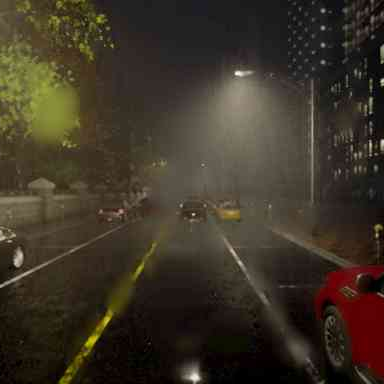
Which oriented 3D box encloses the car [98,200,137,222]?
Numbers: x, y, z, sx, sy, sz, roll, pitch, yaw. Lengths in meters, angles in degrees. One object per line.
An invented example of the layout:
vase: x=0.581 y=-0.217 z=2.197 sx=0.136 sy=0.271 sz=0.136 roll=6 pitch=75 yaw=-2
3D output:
car: x=-5.689 y=1.360 z=25.027 sx=1.967 sy=1.590 sz=4.097 roll=0 pitch=0 yaw=0

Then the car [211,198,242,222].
car: x=2.691 y=1.444 z=25.197 sx=1.752 sy=1.417 sz=4.829 roll=0 pitch=0 yaw=0

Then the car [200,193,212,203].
car: x=2.694 y=1.153 z=64.452 sx=2.192 sy=1.841 sz=5.009 roll=0 pitch=0 yaw=0

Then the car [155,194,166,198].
car: x=-5.687 y=1.425 z=53.189 sx=1.947 sy=1.339 sz=4.313 roll=0 pitch=0 yaw=0

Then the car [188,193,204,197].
car: x=0.103 y=1.233 z=42.442 sx=2.097 sy=1.767 sz=4.553 roll=0 pitch=0 yaw=0

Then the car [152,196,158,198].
car: x=-5.688 y=1.463 z=41.923 sx=1.802 sy=1.307 sz=4.206 roll=0 pitch=0 yaw=0

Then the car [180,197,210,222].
car: x=0.102 y=1.395 z=25.517 sx=1.882 sy=1.535 sz=5.008 roll=0 pitch=0 yaw=0

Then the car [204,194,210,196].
car: x=2.692 y=1.414 z=47.555 sx=1.887 sy=1.381 sz=4.507 roll=0 pitch=0 yaw=0

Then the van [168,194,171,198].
van: x=-5.686 y=1.170 z=70.085 sx=1.690 sy=1.788 sz=3.998 roll=0 pitch=0 yaw=0

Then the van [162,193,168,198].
van: x=-5.687 y=1.189 z=58.820 sx=1.690 sy=1.788 sz=3.998 roll=0 pitch=0 yaw=0

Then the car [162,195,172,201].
car: x=-5.685 y=1.366 z=75.717 sx=1.887 sy=1.381 sz=4.507 roll=0 pitch=0 yaw=0

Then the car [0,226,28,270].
car: x=-5.691 y=1.524 z=8.132 sx=2.008 sy=1.369 sz=4.403 roll=0 pitch=0 yaw=0

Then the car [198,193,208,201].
car: x=2.694 y=1.129 z=81.349 sx=2.192 sy=1.841 sz=5.009 roll=0 pitch=0 yaw=0

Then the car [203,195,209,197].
car: x=2.692 y=1.446 z=41.922 sx=1.947 sy=1.339 sz=4.313 roll=0 pitch=0 yaw=0

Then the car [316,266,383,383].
car: x=2.690 y=1.306 z=2.497 sx=2.192 sy=1.841 sz=5.009 roll=0 pitch=0 yaw=0

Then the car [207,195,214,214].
car: x=2.691 y=1.344 z=30.659 sx=1.967 sy=1.590 sz=4.097 roll=0 pitch=0 yaw=0

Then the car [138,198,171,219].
car: x=-3.080 y=1.474 z=28.291 sx=1.994 sy=1.385 sz=4.181 roll=0 pitch=0 yaw=0
